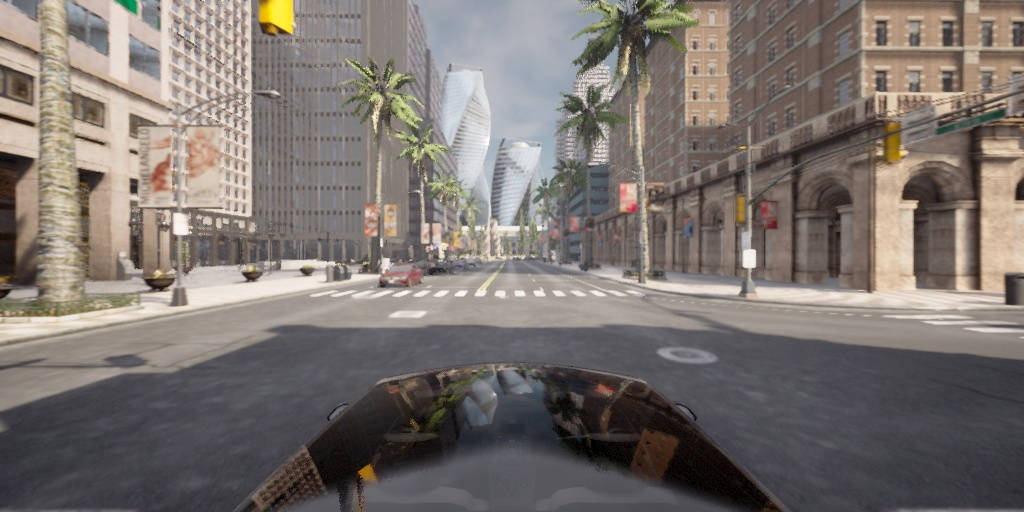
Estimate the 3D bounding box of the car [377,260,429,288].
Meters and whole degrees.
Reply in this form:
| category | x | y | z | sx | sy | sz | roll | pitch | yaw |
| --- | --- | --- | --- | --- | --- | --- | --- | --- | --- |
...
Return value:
| category | x | y | z | sx | sy | sz | roll | pitch | yaw |
| --- | --- | --- | --- | --- | --- | --- | --- | --- | --- |
| car | -7.004 | 1.214 | 23.159 | 1.812 | 1.442 | 4.674 | 0 | 0 | 0 |

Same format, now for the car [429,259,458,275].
| category | x | y | z | sx | sy | sz | roll | pitch | yaw |
| --- | --- | --- | --- | --- | --- | --- | --- | --- | --- |
| car | -7.091 | 1.252 | 36.244 | 1.895 | 1.301 | 4.718 | 0 | 0 | 0 |

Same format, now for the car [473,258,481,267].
| category | x | y | z | sx | sy | sz | roll | pitch | yaw |
| --- | --- | --- | --- | --- | --- | --- | --- | --- | --- |
| car | -7.043 | 1.125 | 61.527 | 2.033 | 1.411 | 5.357 | 0 | 0 | -1 |

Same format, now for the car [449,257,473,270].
| category | x | y | z | sx | sy | sz | roll | pitch | yaw |
| --- | --- | --- | --- | --- | --- | --- | --- | --- | --- |
| car | -6.997 | 1.162 | 48.756 | 2.033 | 1.411 | 5.357 | 0 | 0 | 0 |
